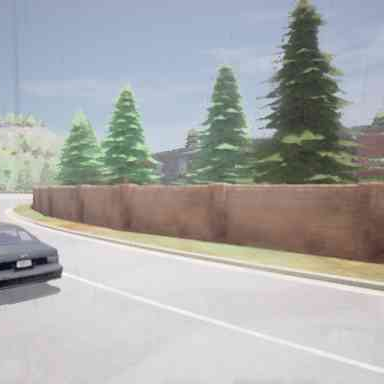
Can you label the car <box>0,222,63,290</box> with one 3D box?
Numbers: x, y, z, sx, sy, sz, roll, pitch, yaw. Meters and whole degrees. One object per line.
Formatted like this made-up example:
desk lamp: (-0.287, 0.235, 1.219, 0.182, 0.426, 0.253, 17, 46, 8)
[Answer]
car: (-5.290, 1.483, 8.480, 5.357, 1.411, 2.033, 1, 0, 42)
